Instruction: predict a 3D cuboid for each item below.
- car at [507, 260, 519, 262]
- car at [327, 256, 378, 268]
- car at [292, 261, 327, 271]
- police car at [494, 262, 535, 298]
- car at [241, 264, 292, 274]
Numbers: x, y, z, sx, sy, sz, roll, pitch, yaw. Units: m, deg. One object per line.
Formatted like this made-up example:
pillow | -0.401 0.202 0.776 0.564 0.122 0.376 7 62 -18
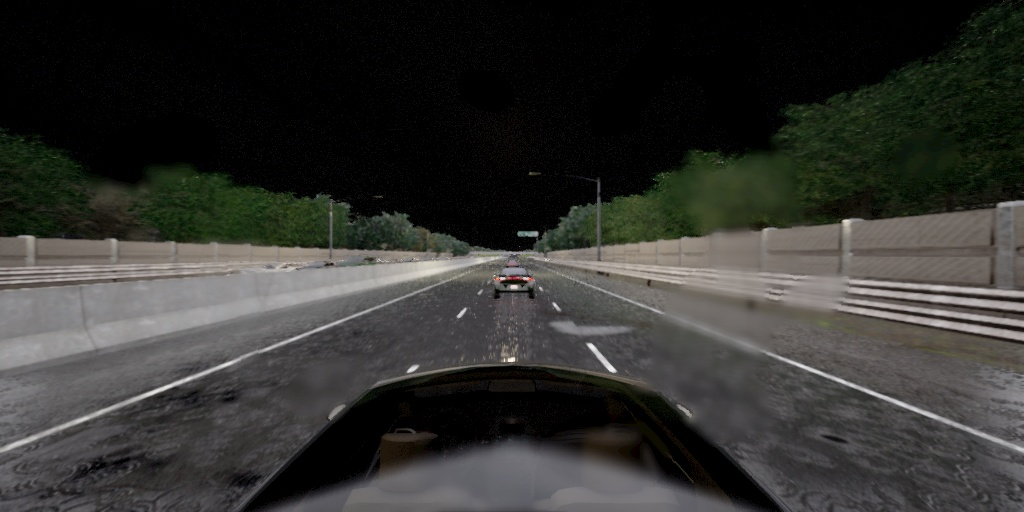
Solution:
car | 0.104 1.299 58.228 1.994 1.385 4.181 0 0 0
car | -14.068 0.973 32.644 2.150 2.045 5.566 0 0 0
car | -17.567 1.255 32.894 1.837 1.490 4.892 0 -1 0
police car | 0.101 1.253 18.757 2.038 1.542 4.974 0 0 0
car | -21.074 1.350 31.263 1.895 1.301 4.718 0 0 0
